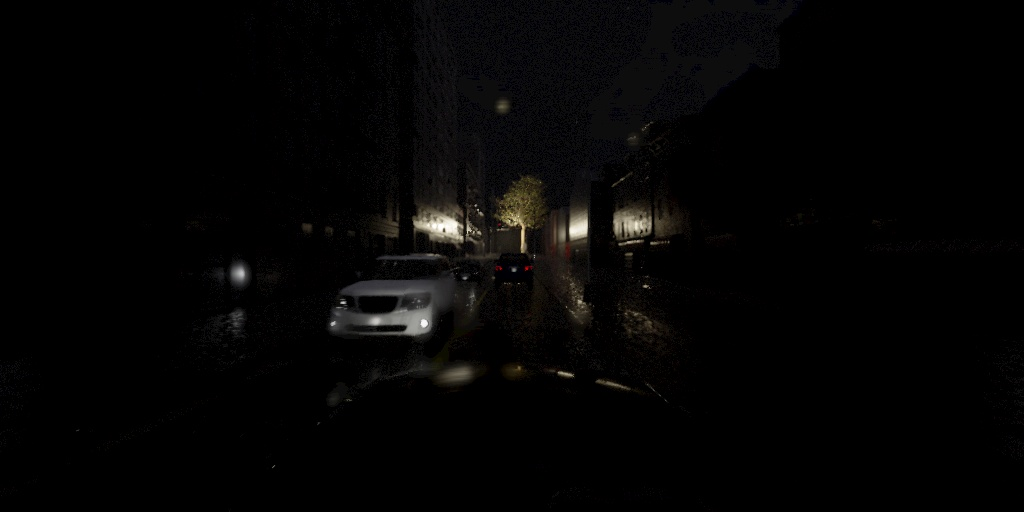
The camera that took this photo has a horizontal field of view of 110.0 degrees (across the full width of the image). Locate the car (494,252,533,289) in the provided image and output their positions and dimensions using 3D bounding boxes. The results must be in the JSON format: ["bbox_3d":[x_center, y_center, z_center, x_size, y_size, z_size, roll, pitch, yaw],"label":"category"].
[{"bbox_3d":[0.110,0.801,21.598,2.150,2.045,5.566,0,1,0],"label":"car"}]

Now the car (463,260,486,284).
[{"bbox_3d":[-2.838,1.024,24.269,2.128,1.511,4.902,0,1,0],"label":"car"}]

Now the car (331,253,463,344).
[{"bbox_3d":[-2.808,0.944,9.891,2.150,2.045,5.566,0,0,-2],"label":"car"}]
